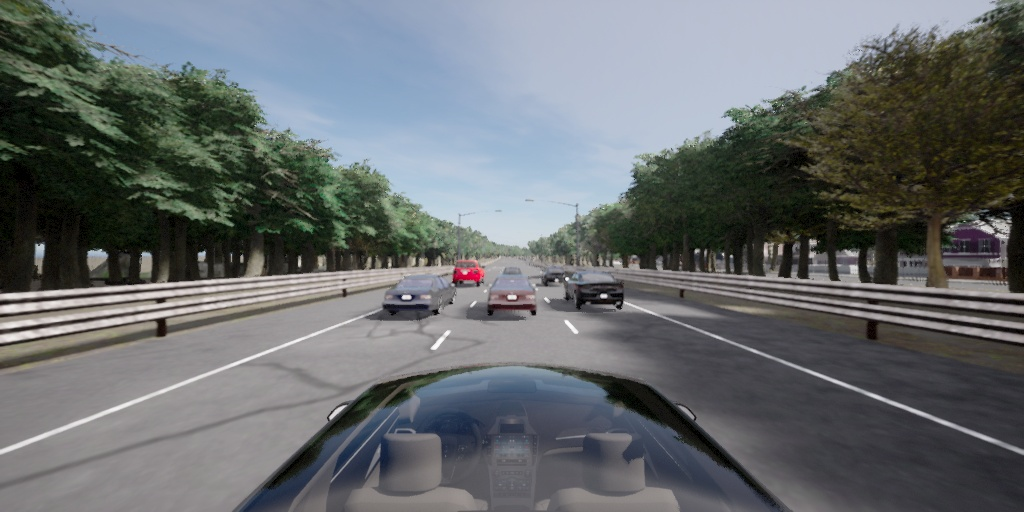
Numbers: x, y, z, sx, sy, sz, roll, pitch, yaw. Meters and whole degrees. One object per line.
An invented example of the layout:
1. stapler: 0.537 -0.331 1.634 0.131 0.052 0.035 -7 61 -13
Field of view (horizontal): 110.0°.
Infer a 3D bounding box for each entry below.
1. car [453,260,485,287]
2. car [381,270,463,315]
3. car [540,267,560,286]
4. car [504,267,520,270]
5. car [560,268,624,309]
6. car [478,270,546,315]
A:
1. car: -3.490 1.385 29.468 2.150 2.045 5.566 0 -1 0
2. car: -3.490 1.447 14.401 2.033 1.411 5.357 0 -1 0
3. car: 3.521 1.685 30.411 1.837 1.490 4.892 0 -1 0
4. car: 0.021 1.685 30.405 1.837 1.490 4.892 0 -1 0
5. car: 3.527 1.402 16.131 1.882 1.535 5.008 0 -1 0
6. car: 0.010 1.447 14.392 2.033 1.411 5.357 0 -1 0
